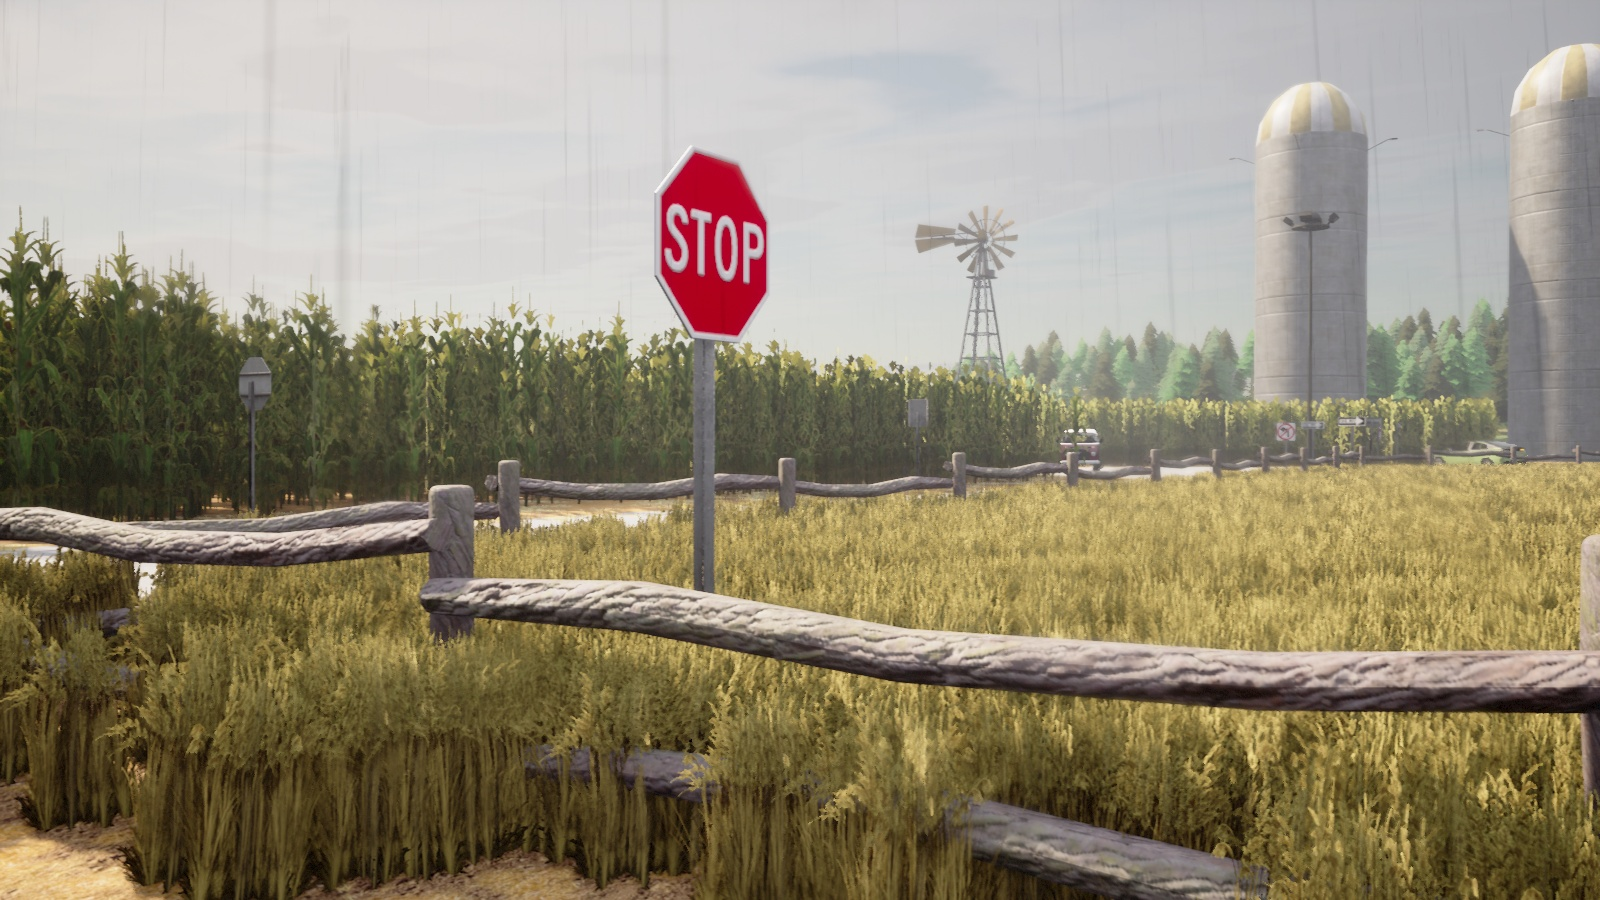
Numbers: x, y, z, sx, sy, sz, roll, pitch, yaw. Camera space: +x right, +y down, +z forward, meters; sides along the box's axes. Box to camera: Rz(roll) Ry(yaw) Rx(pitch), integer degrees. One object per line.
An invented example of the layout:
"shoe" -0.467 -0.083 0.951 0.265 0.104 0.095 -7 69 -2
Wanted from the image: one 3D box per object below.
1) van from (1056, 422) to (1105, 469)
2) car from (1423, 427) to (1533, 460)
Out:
"van" 13.117 -0.222 58.706 2.069 2.038 4.480 -2 0 13
"car" 32.567 -0.316 60.481 2.007 1.525 4.514 -1 1 -17
